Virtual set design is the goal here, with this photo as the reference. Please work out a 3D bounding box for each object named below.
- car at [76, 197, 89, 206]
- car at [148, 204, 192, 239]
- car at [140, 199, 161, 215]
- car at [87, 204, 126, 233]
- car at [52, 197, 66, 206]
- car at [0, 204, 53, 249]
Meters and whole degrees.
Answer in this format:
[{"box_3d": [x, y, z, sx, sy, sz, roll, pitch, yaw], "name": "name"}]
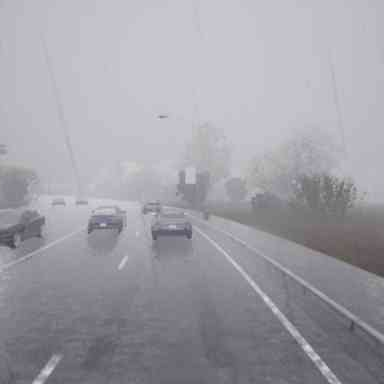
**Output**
[{"box_3d": [-18.316, 1.498, 55.361, 1.882, 1.535, 5.008, 0, 0, -21], "name": "car"}, {"box_3d": [-1.137, 1.567, 17.417, 1.994, 1.385, 4.181, 0, 0, -7], "name": "car"}, {"box_3d": [-4.250, 1.501, 34.689, 2.128, 1.511, 4.902, 0, 0, -13], "name": "car"}, {"box_3d": [-4.920, 1.535, 19.595, 1.812, 1.442, 4.674, 0, 0, -7], "name": "car"}, {"box_3d": [-21.793, 1.584, 54.611, 1.994, 1.385, 4.181, 0, 0, -21], "name": "car"}, {"box_3d": [-8.051, 1.494, 14.762, 1.882, 1.535, 5.008, 0, 0, -7], "name": "car"}]
